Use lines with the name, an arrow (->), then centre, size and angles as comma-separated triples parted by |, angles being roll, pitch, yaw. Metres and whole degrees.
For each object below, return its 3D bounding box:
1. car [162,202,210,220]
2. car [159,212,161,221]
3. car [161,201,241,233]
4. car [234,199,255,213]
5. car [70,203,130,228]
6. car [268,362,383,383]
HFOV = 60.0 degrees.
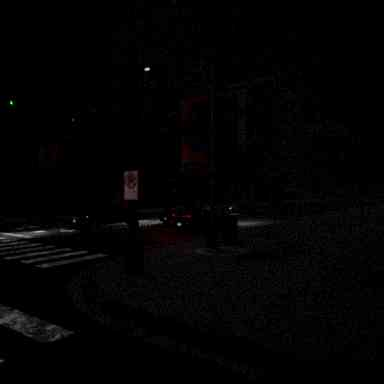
car -> -0.408, 1.638, 29.932 | 1.895, 1.301, 4.718 | 0, 0, 36
car -> -0.429, 1.558, 23.929 | 1.812, 1.442, 4.674 | 0, 0, 35
car -> 0.714, 1.525, 19.895 | 2.128, 1.511, 4.902 | 0, 0, 35
car -> 5.620, 1.550, 38.424 | 2.128, 1.511, 4.902 | 0, 0, 35
car -> -5.767, 1.512, 22.325 | 2.128, 1.511, 4.902 | 0, 0, 36
car -> 2.209, 1.551, 1.270 | 4.403, 1.369, 2.008 | 0, 0, 36
